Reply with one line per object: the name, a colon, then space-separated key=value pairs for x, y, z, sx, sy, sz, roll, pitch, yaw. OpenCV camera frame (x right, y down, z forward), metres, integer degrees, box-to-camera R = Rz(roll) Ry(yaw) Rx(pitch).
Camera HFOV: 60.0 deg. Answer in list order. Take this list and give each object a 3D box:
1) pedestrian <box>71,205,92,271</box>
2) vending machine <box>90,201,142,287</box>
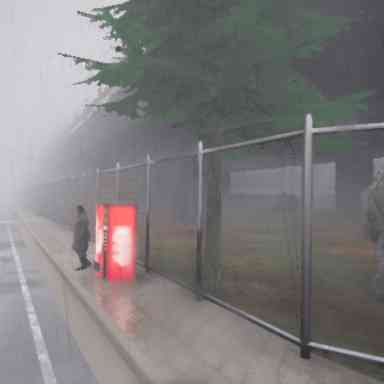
pedestrian: x=-3.082 y=1.233 z=9.319 sx=0.375 sy=1.860 sz=0.375 roll=2 pitch=-1 yaw=-30
vending machine: x=-2.029 y=1.298 z=8.842 sx=1.100 sy=2.100 sz=0.880 roll=2 pitch=-1 yaw=-30
